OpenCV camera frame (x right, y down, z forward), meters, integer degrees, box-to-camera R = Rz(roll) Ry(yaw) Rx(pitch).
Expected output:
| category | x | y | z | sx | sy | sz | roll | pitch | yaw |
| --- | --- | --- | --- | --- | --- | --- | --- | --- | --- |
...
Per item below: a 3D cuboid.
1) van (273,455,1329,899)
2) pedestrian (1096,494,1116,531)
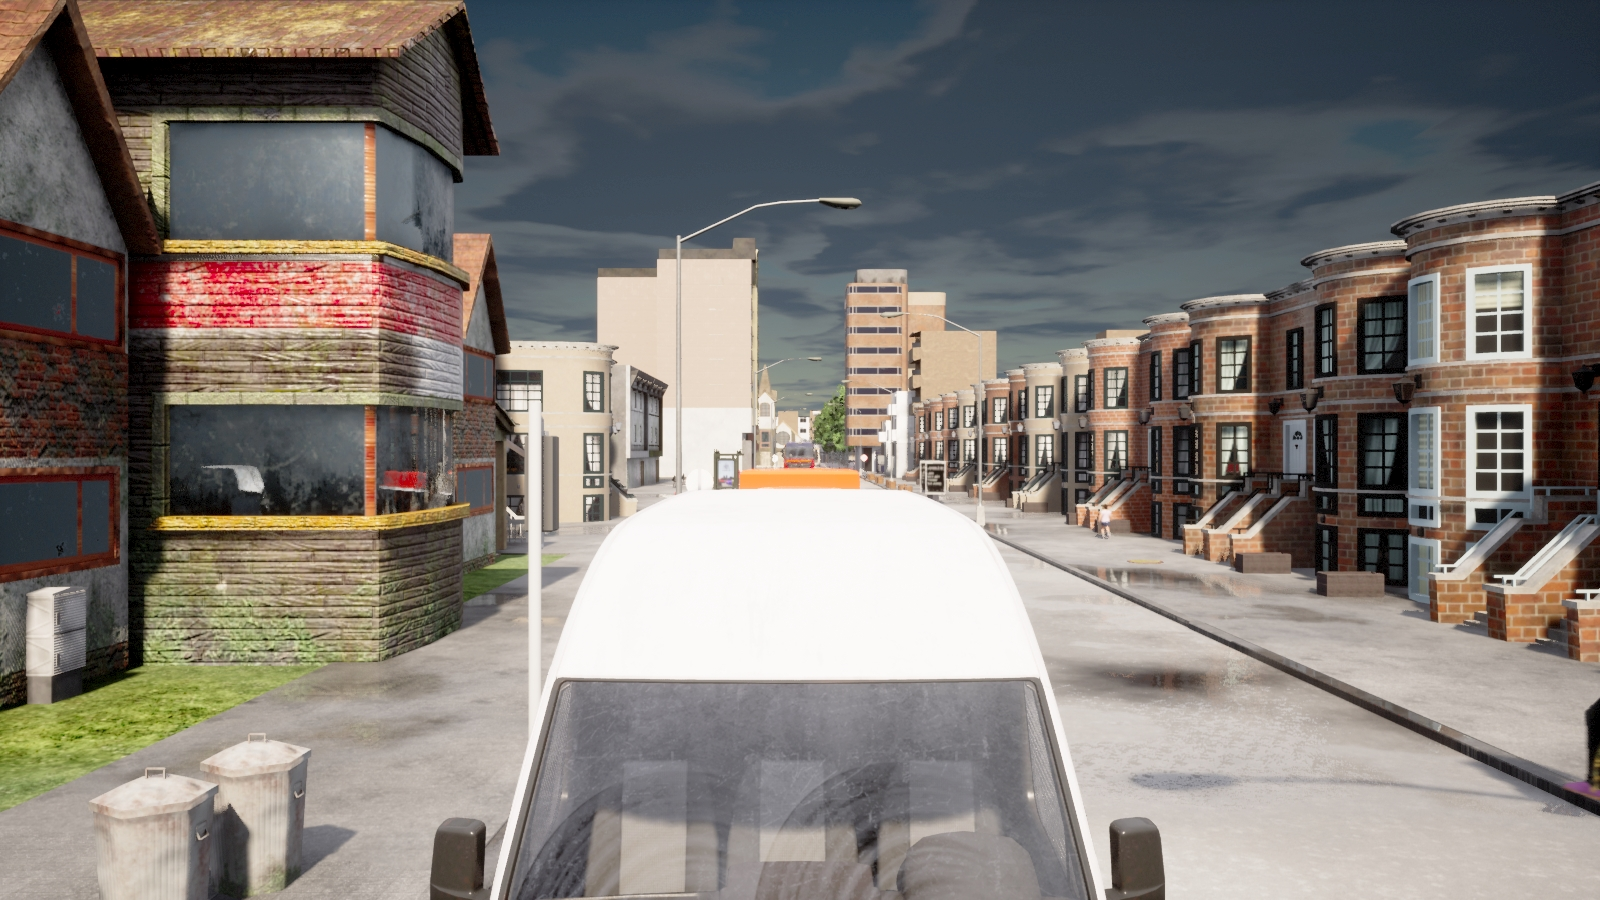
| category | x | y | z | sx | sy | sz | roll | pitch | yaw |
| --- | --- | --- | --- | --- | --- | --- | --- | --- | --- |
| van | -0.003 | 1.314 | 5.110 | 1.988 | 2.561 | 5.915 | 0 | 0 | 0 |
| pedestrian | 9.304 | 1.903 | 34.721 | 0.500 | 1.100 | 0.500 | 0 | 0 | 3 |
